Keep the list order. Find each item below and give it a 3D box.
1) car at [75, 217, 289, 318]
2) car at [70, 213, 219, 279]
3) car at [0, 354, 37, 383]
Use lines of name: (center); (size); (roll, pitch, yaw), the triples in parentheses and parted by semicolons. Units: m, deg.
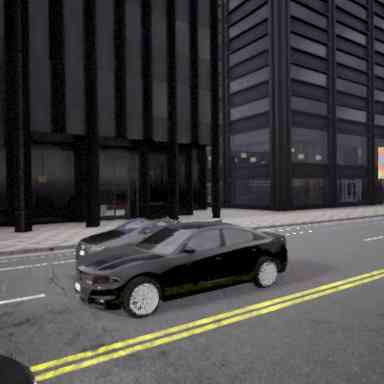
car: (-0.003, 1.421, 7.454); (5.008, 1.535, 1.882); (-1, 1, -34)
car: (-1.412, 1.499, 10.422); (4.181, 1.385, 1.994); (-1, 1, -34)
car: (-3.133, 1.528, 1.215); (4.892, 1.490, 1.837); (-1, 0, -34)
